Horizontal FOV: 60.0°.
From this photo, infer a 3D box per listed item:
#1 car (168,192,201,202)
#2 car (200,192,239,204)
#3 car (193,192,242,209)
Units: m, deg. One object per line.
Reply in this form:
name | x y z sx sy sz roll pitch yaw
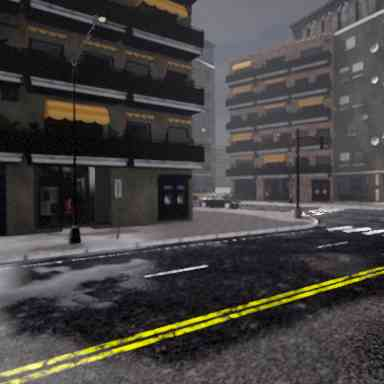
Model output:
car | -1.049 0.663 44.667 4.206 1.307 1.802 1 0 37
car | 3.340 0.726 41.309 4.403 1.369 2.008 1 0 37
car | 2.608 0.898 31.317 4.403 1.369 2.008 1 0 37
